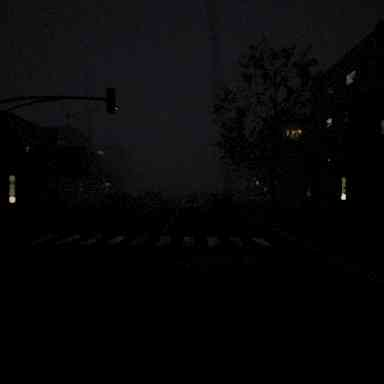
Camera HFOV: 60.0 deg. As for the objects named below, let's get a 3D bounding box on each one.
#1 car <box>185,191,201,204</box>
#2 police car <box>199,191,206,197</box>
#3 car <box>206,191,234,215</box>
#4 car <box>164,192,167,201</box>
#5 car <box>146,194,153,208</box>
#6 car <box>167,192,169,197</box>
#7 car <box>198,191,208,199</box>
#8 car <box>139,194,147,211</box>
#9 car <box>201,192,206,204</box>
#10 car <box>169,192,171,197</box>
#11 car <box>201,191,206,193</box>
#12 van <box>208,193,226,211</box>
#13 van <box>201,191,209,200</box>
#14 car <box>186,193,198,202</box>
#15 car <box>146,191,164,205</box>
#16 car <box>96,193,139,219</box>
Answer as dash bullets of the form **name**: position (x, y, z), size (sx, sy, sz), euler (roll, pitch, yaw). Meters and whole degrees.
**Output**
- **car**: position (0.014, 1.005, 51.112), size (1.882, 1.535, 5.008), euler (1, 1, 0)
- **police car**: position (3.018, 0.592, 95.287), size (1.930, 1.638, 5.238), euler (1, 1, 0)
- **car**: position (2.701, 1.058, 30.703), size (2.192, 1.841, 5.009), euler (0, 1, 0)
- **car**: position (-5.677, 0.755, 52.877), size (2.192, 1.841, 5.009), euler (0, 1, 0)
- **car**: position (-5.680, 1.171, 36.248), size (1.802, 1.307, 4.206), euler (0, 1, 0)
- **car**: position (-5.678, 0.956, 58.423), size (1.947, 1.339, 4.313), euler (0, 1, 0)
- **car**: position (2.704, 0.610, 80.596), size (2.192, 1.841, 5.009), euler (0, 1, 0)
- **car**: position (-5.680, 1.183, 30.704), size (1.887, 1.381, 4.507), euler (0, 1, 0)
- **car**: position (2.701, 1.145, 47.336), size (2.008, 1.369, 4.403), euler (0, 1, 0)
- **car**: position (-5.677, 0.885, 63.967), size (1.887, 1.381, 4.507), euler (0, 1, 0)
- **car**: position (2.702, 0.885, 63.966), size (1.967, 1.590, 4.097), euler (0, 1, 0)
- **van**: position (2.701, 1.035, 36.246), size (1.690, 1.788, 3.998), euler (0, 1, 0)
- **van**: position (2.703, 0.736, 69.509), size (1.690, 1.788, 3.998), euler (0, 1, 0)
- **car**: position (0.014, 0.997, 61.564), size (1.994, 1.385, 4.181), euler (1, 1, 0)
- **car**: position (-5.679, 0.805, 47.333), size (2.192, 1.841, 5.009), euler (0, 1, 0)
- **car**: position (-5.679, 1.003, 25.158), size (2.192, 1.841, 5.009), euler (0, 1, 0)
